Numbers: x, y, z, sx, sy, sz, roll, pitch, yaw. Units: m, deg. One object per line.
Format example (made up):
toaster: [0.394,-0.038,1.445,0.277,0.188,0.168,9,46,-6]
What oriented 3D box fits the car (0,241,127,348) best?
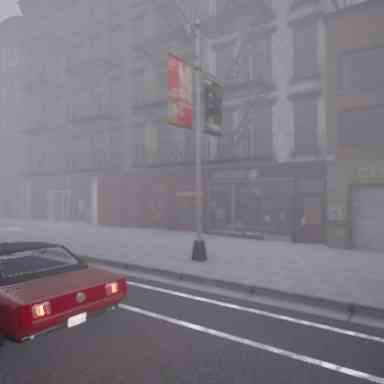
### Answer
car: [-3.491,1.594,6.188,4.718,1.301,1.895,0,0,36]
